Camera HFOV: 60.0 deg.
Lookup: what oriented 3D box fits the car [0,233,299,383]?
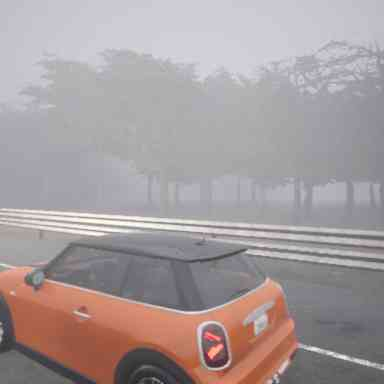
[{"bbox_3d":[-1.010,1.365,4.636,4.553,1.767,2.097,0,0,36],"label":"car"}]
